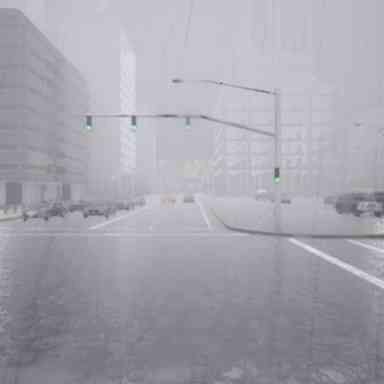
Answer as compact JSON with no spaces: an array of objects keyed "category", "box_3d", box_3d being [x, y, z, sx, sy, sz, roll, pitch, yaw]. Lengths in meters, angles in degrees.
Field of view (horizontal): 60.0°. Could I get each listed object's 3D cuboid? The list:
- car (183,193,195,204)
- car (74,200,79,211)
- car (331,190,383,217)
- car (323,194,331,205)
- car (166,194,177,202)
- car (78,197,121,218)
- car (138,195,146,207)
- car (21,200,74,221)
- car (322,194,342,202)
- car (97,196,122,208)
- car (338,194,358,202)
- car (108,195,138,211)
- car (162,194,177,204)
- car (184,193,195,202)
[{"category":"car","box_3d":[-0.555,1.293,57.081,1.895,1.301,4.718,0,0,0]},{"category":"car","box_3d":[-11.216,1.424,34.911,1.895,1.301,4.718,0,0,0]},{"category":"car","box_3d":[13.411,0.992,27.034,1.932,1.855,4.605,0,0,0]},{"category":"car","box_3d":[19.120,1.134,44.412,1.970,1.475,3.806,0,0,0]},{"category":"car","box_3d":[-4.026,1.152,65.943,1.837,1.490,4.892,0,0,0]},{"category":"car","box_3d":[-7.734,1.420,28.207,1.994,1.385,4.181,0,0,0]},{"category":"car","box_3d":[-7.671,1.247,46.793,2.128,1.511,4.902,0,0,0]},{"category":"car","box_3d":[-11.241,1.365,25.643,2.128,1.511,4.902,0,0,0]},{"category":"car","box_3d":[24.983,1.046,59.478,1.970,1.475,3.806,0,0,0]},{"category":"car","box_3d":[-11.179,1.314,45.451,2.033,1.411,5.357,0,0,0]},{"category":"car","box_3d":[27.878,1.011,59.458,1.784,1.438,3.905,0,0,0]},{"category":"car","box_3d":[-7.709,1.161,36.908,2.097,1.767,4.553,0,0,0]},{"category":"car","box_3d":[-3.956,1.049,56.810,2.097,1.767,4.553,0,0,0]},{"category":"car","box_3d":[-0.532,1.005,65.808,2.097,1.767,4.553,0,0,0]}]
